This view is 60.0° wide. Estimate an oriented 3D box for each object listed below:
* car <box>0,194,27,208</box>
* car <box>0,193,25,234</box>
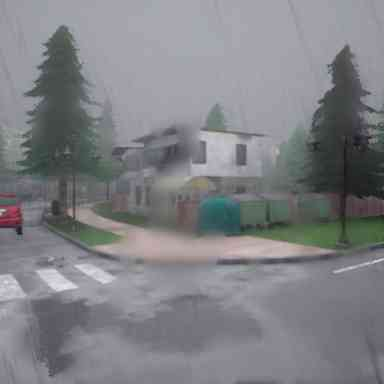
[{"bbox_3d":[-21.939,1.008,40.010,2.033,1.411,5.357,0,1,-7],"label":"car"},{"bbox_3d":[-10.262,1.064,17.535,2.150,2.045,5.566,-1,1,-31],"label":"car"}]
